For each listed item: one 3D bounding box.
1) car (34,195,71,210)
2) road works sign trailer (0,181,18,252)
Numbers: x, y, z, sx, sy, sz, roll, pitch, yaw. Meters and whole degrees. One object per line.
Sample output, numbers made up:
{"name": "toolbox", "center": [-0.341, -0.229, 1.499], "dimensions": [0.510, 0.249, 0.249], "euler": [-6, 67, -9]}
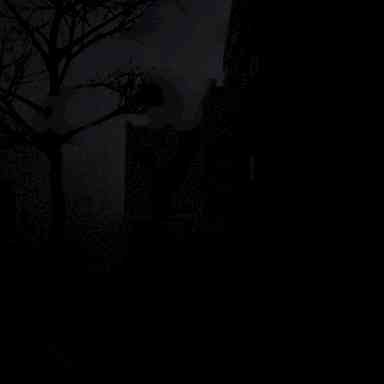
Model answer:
{"name": "car", "center": [-18.826, 1.373, 45.277], "dimensions": [2.150, 2.045, 5.566], "euler": [1, 0, 14]}
{"name": "road works sign trailer", "center": [-7.743, 0.942, 10.855], "dimensions": [3.560, 2.380, 2.880], "euler": [-4, 2, -9]}
